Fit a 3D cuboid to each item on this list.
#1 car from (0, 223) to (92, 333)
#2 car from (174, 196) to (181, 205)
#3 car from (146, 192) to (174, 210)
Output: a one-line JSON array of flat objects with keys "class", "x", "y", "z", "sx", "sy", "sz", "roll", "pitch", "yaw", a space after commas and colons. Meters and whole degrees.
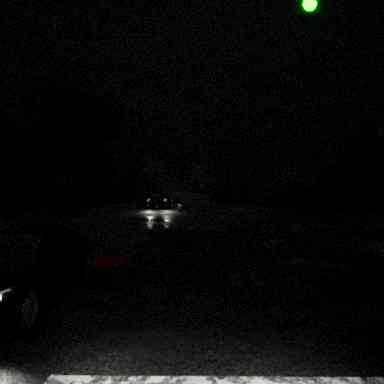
[{"class": "car", "x": -3.414, "y": 1.421, "z": 6.726, "sx": 1.812, "sy": 1.442, "sz": 4.674, "roll": 0, "pitch": 1, "yaw": 0}, {"class": "car", "x": -2.962, "y": 1.456, "z": 58.790, "sx": 1.837, "sy": 1.490, "sz": 4.892, "roll": 0, "pitch": -2, "yaw": 0}, {"class": "car", "x": -3.189, "y": 0.787, "z": 32.622, "sx": 2.097, "sy": 1.767, "sz": 4.553, "roll": 0, "pitch": 0, "yaw": 0}]
